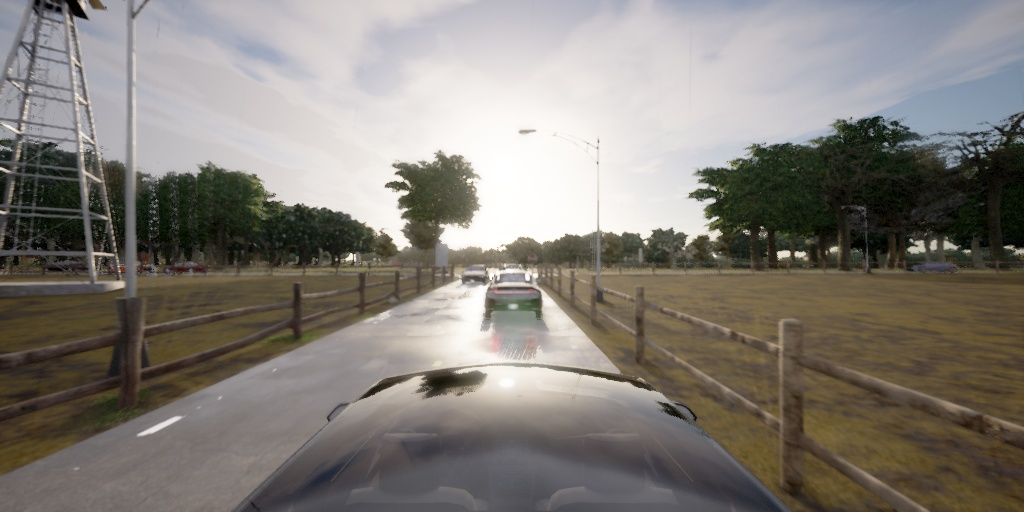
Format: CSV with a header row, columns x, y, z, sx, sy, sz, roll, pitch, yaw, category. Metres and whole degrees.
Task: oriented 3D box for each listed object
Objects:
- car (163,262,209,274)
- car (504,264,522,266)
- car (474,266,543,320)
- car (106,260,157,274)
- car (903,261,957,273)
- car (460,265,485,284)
x,y,z,sx,sy,sz,roll,pitch,yaw,category
-42.036,1.542,46.285,5.008,1.535,1.882,0,-2,0,car
0.045,1.348,26.395,2.128,1.511,4.902,0,0,0,car
0.058,1.265,12.776,2.128,1.511,4.902,0,0,0,car
-46.047,1.321,43.491,4.553,1.767,2.097,0,-2,1,car
48.882,1.273,42.017,4.181,1.385,1.994,-1,-2,17,car
-2.809,1.420,28.256,2.033,1.411,5.357,0,-1,1,car
